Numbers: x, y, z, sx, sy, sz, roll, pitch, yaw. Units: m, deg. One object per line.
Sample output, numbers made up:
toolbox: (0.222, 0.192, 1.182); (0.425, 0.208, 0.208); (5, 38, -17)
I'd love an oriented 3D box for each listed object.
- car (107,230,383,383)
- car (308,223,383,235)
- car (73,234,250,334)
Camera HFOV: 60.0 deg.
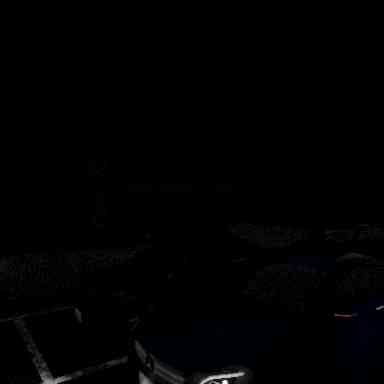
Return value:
car: (1.478, 1.524, 4.433); (4.674, 1.442, 1.812); (0, 0, -35)
car: (4.454, 1.579, 9.708); (4.206, 1.307, 1.802); (0, 0, -35)
car: (-0.027, 1.564, 6.516); (4.313, 1.339, 1.947); (0, 0, -35)
